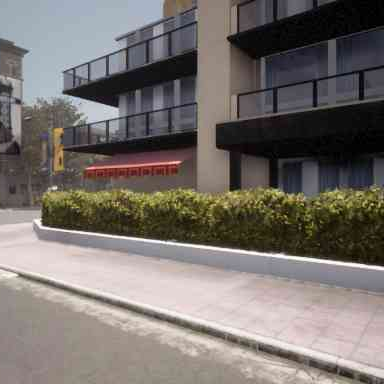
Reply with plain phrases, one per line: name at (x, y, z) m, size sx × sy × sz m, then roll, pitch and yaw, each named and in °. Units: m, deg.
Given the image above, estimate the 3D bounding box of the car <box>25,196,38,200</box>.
car at (-34.532, 1.481, 68.325) m, size 4.892 × 1.521 × 2.231 m, roll 0°, pitch 0°, yaw 37°
